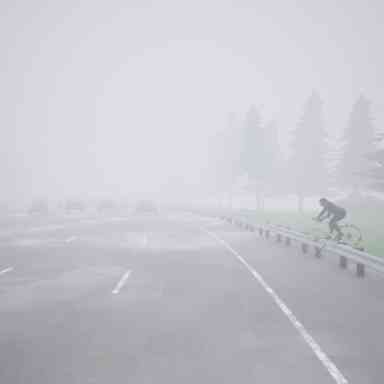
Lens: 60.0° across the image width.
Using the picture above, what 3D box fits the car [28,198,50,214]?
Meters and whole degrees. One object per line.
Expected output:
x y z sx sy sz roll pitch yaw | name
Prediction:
-15.860 1.528 34.588 2.033 1.411 5.357 0 0 -21 | car

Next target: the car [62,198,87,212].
-13.408 1.457 37.790 1.882 1.535 5.008 0 0 -23 | car

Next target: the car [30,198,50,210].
-20.186 1.523 43.999 2.033 1.411 5.357 0 0 -29 | car

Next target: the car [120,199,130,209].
-8.736 1.576 44.479 1.895 1.301 4.718 0 0 -25 | car

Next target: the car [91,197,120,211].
-10.366 1.468 39.566 2.128 1.511 4.902 0 0 -23 | car

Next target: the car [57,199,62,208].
-17.857 1.575 46.992 1.895 1.301 4.718 0 0 -29 | car

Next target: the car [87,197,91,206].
-15.058 1.498 49.104 1.812 1.442 4.674 0 0 -29 | car

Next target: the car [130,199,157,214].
-5.047 1.544 35.240 1.994 1.385 4.181 0 0 -19 | car

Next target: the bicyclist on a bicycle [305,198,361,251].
4.192 0.940 10.076 1.656 1.620 0.582 -16 -28 39 | bicyclist on a bicycle
